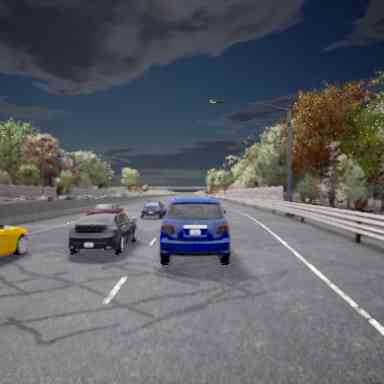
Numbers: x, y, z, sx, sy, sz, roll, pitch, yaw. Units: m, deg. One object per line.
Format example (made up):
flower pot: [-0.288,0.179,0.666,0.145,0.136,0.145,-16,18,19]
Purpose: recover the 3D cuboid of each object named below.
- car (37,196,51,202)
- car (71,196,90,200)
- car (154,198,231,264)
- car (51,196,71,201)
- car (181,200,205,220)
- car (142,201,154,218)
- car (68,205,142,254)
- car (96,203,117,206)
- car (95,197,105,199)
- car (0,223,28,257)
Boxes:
car: [-28.039,1.520,63.812,1.812,1.442,4.674,0,0,0]
car: [-21.043,1.498,64.007,1.837,1.490,4.892,0,0,0]
car: [0.092,1.213,11.951,2.150,2.045,5.566,0,0,0]
car: [-24.540,1.474,63.854,1.882,1.535,5.008,0,0,0]
car: [0.081,1.494,28.905,1.837,1.490,4.892,0,0,0]
car: [-3.419,1.515,29.851,1.812,1.442,4.674,0,0,0]
car: [-3.409,1.496,13.417,1.837,1.490,4.892,0,0,0]
car: [-6.919,1.590,27.280,1.895,1.301,4.718,0,0,0]
car: [-17.545,1.560,64.079,1.994,1.385,4.181,0,0,0]
car: [-6.910,1.471,10.128,1.882,1.535,5.008,0,0,0]
